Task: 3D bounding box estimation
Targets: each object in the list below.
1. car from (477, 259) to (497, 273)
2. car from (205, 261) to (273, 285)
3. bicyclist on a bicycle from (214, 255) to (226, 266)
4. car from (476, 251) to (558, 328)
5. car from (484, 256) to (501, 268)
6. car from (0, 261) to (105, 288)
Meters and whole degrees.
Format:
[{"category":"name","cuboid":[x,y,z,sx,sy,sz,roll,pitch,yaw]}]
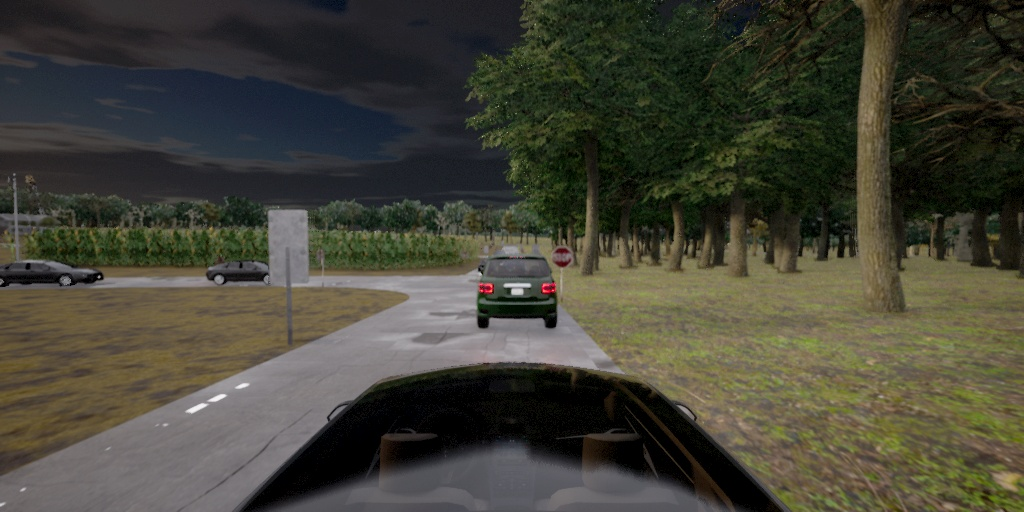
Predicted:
[{"category":"car","cuboid":[-2.711,1.061,40.020,1.895,1.301,4.718,0,1,0]},{"category":"car","cuboid":[-16.972,1.052,23.397,4.892,1.490,1.837,0,2,-7]},{"category":"bicyclist on a bicycle","cuboid":[-23.357,0.777,28.748,0.582,1.620,1.656,0,1,-11]},{"category":"car","cuboid":[0.134,0.944,11.347,2.150,2.045,5.566,0,0,0]},{"category":"car","cuboid":[-2.663,0.743,50.292,2.128,1.511,4.902,0,1,0]},{"category":"car","cuboid":[-27.701,1.041,21.284,4.892,1.490,1.837,0,2,-18]}]
